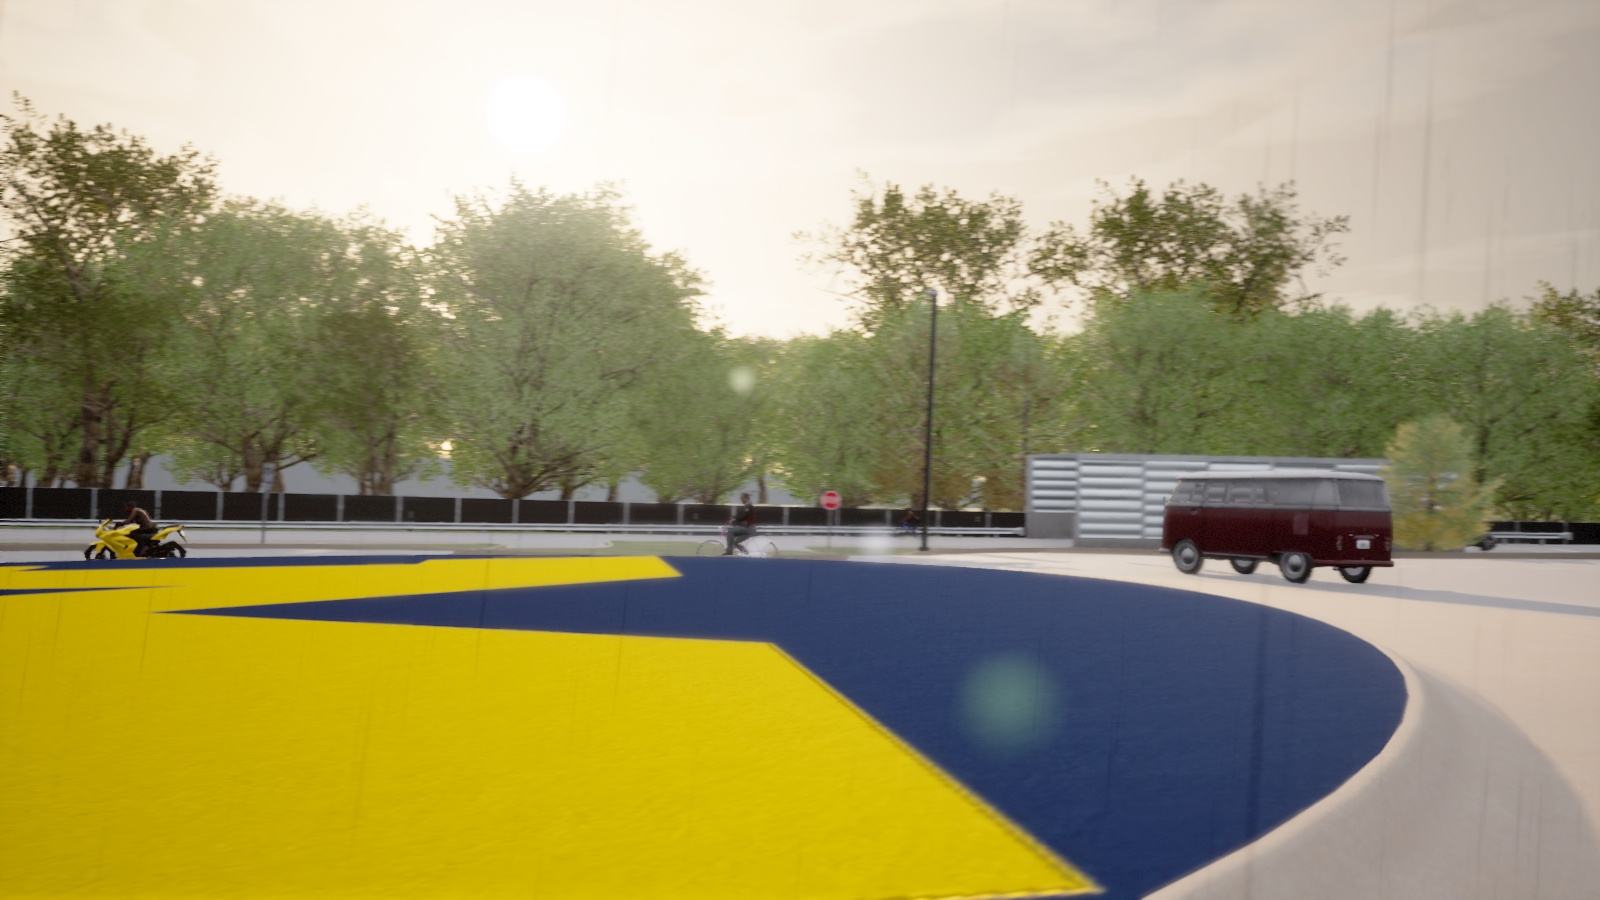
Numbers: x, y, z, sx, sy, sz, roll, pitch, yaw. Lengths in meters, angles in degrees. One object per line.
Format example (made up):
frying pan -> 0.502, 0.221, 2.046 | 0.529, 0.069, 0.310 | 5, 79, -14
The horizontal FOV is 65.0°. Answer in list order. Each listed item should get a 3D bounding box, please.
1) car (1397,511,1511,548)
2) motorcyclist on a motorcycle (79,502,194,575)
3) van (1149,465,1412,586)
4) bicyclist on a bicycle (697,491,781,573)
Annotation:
car -> 32.931, 4.002, 63.336 | 4.611, 1.667, 2.242 | 1, 0, -6
motorcyclist on a motorcycle -> -14.359, 1.905, 27.233 | 2.044, 1.523, 0.797 | 0, -3, -13
van -> 8.645, 1.337, 23.018 | 1.775, 1.987, 4.442 | 3, -3, -27
bicyclist on a bicycle -> -1.352, 1.832, 27.952 | 1.843, 1.776, 0.659 | 0, -7, -1
